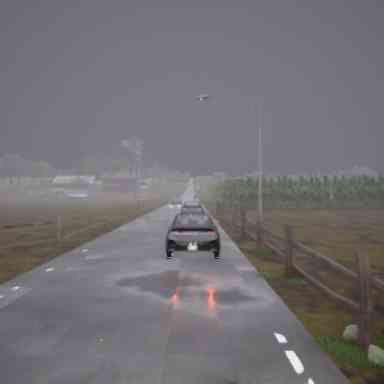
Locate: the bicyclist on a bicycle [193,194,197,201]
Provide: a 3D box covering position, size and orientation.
[{"bbox_3d":[0.707,1.382,82.233,0.866,1.612,1.509,0,0,0],"label":"bicyclist on a bicycle"}]

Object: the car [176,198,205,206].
[{"bbox_3d":[0.030,1.517,27.686,2.128,1.511,4.902,0,0,0],"label":"car"}]

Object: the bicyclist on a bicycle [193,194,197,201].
[{"bbox_3d":[0.716,1.353,73.230,0.659,1.776,1.843,0,1,0],"label":"bicyclist on a bicycle"}]

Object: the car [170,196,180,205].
[{"bbox_3d":[-2.828,1.526,58.993,1.837,1.490,4.892,0,0,1],"label":"car"}]

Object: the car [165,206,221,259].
[{"bbox_3d":[0.038,1.506,12.657,2.128,1.511,4.902,0,0,0],"label":"car"}]
